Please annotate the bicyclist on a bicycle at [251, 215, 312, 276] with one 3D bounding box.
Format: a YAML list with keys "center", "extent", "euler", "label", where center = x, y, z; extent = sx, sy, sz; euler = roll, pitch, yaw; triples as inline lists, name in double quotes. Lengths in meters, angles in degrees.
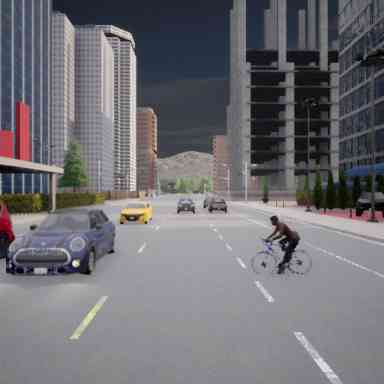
- center: [2.400, 1.455, 8.959]
  extent: [1.656, 1.620, 0.582]
  euler: [-2, 0, -1]
  label: "bicyclist on a bicycle"

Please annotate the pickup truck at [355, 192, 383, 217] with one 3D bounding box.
- center: [16.030, 1.059, 29.562]
  extent: [2.390, 2.098, 6.274]
  euler: [0, 0, 29]
  label: "pickup truck"

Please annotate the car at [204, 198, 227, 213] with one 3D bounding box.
- center: [2.811, 1.491, 37.185]
  extent: [2.128, 1.511, 4.902]
  euler: [0, 0, -1]
  label: "car"

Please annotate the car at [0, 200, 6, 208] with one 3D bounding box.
- center: [-7.265, 1.221, 9.371]
  extent: [2.150, 2.045, 5.566]
  euler: [0, 0, -1]
  label: "car"

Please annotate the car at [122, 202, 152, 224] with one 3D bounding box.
- center: [-4.082, 1.478, 24.875]
  extent: [1.882, 1.535, 5.008]
  euler: [0, 0, -1]
  label: "car"

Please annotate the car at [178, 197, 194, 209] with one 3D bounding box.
- center: [-0.859, 1.491, 46.024]
  extent: [2.128, 1.511, 4.902]
  euler: [0, 0, -1]
  label: "car"

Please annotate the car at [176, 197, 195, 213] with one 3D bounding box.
- center: [-0.634, 1.526, 36.084]
  extent: [1.812, 1.442, 4.674]
  euler: [0, 0, -1]
  label: "car"

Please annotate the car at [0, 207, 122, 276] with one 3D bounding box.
- center: [-3.783, 1.351, 10.442]
  extent: [2.097, 1.767, 4.553]
  euler: [0, 0, -1]
  label: "car"
